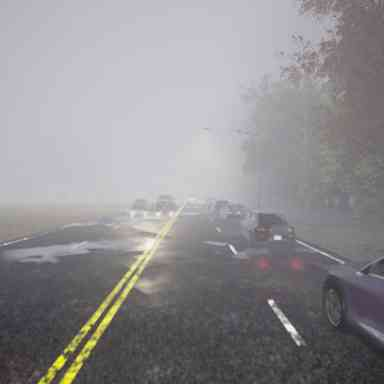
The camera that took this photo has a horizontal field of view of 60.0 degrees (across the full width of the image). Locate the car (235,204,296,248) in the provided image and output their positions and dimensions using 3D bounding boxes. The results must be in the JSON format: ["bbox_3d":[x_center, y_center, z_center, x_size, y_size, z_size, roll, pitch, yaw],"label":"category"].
[{"bbox_3d":[3.264,1.535,14.941,1.812,1.442,4.674,1,1,0],"label":"car"}]

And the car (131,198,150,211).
[{"bbox_3d":[-6.569,1.582,42.942,1.882,1.535,5.008,0,0,0],"label":"car"}]

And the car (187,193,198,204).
[{"bbox_3d":[0.020,1.294,68.562,2.150,2.045,5.566,0,0,0],"label":"car"}]

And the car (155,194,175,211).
[{"bbox_3d":[-3.323,1.324,42.226,2.150,2.045,5.566,0,0,0],"label":"car"}]

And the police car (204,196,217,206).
[{"bbox_3d":[3.285,1.546,59.069,1.930,1.638,5.238,1,-1,0],"label":"police car"}]

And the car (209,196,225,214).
[{"bbox_3d":[3.250,1.551,36.949,1.882,1.535,5.008,-1,0,0],"label":"car"}]

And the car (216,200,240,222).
[{"bbox_3d":[3.270,1.578,25.956,2.033,1.411,5.357,1,-1,0],"label":"car"}]

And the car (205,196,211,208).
[{"bbox_3d":[3.269,1.582,47.957,2.128,1.511,4.902,1,-1,0],"label":"car"}]

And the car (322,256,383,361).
[{"bbox_3d":[3.264,1.407,3.959,2.033,1.649,4.856,1,-1,0],"label":"car"}]

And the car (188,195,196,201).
[{"bbox_3d":[0.030,1.523,87.784,1.882,1.535,5.008,0,0,0],"label":"car"}]
